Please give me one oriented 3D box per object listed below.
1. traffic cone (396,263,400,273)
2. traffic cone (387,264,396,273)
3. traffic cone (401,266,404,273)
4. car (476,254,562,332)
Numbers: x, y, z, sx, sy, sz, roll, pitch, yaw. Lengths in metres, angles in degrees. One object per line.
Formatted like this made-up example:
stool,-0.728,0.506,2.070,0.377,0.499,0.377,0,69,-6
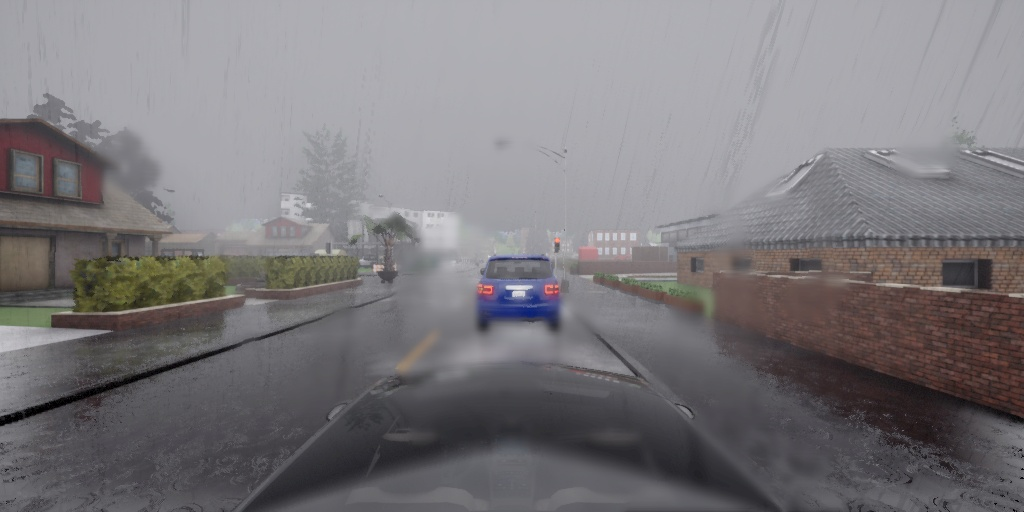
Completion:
traffic cone,-15.073,1.558,46.401,0.344,0.586,0.344,0,0,0
traffic cone,-15.438,1.561,45.834,0.344,0.586,0.344,0,0,0
traffic cone,-14.066,1.582,47.434,0.344,0.586,0.344,0,0,0
car,0.181,0.971,10.961,2.150,2.045,5.566,0,0,0
